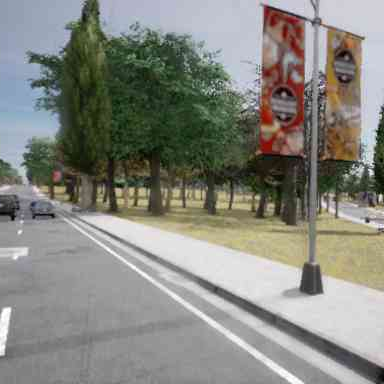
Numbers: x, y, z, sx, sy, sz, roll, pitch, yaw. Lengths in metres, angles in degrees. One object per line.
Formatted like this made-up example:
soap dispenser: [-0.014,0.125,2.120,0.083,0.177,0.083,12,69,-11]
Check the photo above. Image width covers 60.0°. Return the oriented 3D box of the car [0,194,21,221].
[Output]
car: [-15.369,1.193,26.844,2.150,2.045,5.566,1,-1,-26]

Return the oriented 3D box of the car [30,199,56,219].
car: [-13.213,1.576,29.586,2.033,1.411,5.357,1,-1,-26]
